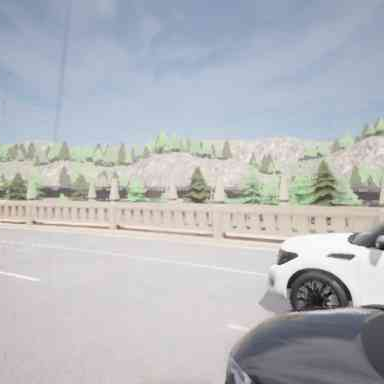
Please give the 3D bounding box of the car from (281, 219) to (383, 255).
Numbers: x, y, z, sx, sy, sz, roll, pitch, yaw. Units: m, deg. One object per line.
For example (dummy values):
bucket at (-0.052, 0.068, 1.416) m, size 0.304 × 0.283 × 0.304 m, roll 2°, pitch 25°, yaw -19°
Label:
car at (4.058, 1.192, 5.253) m, size 5.566 × 2.045 × 2.150 m, roll 0°, pitch 0°, yaw 35°

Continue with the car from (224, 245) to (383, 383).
car at (2.501, 1.478, 2.032) m, size 4.902 × 1.511 × 2.128 m, roll 0°, pitch 0°, yaw 36°
